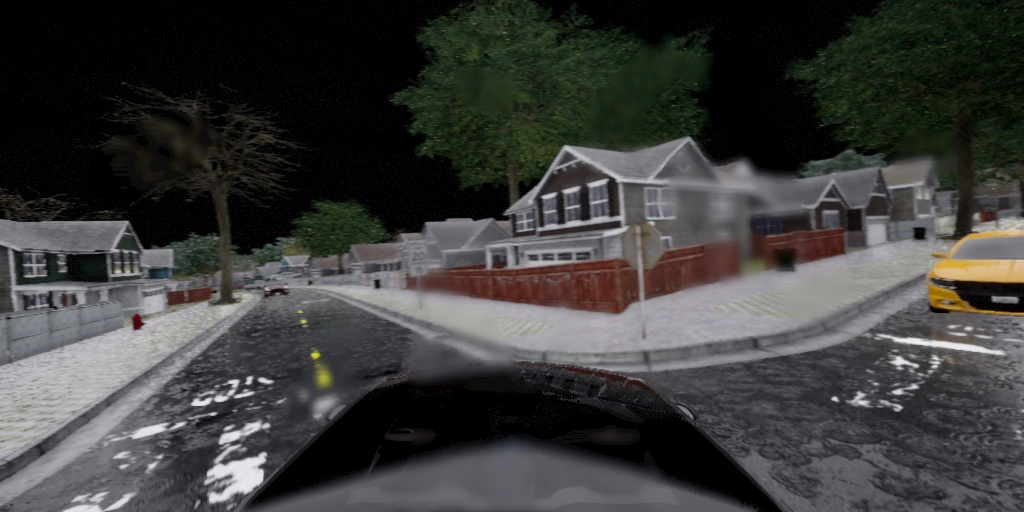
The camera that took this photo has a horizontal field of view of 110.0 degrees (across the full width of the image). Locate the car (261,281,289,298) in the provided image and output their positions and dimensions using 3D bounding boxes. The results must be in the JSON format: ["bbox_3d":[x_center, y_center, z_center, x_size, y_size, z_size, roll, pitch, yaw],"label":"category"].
[{"bbox_3d":[-25.947,3.510,39.419,2.097,1.767,4.553,-5,-1,-35],"label":"car"}]

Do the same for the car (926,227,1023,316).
[{"bbox_3d":[10.045,0.221,7.124,5.008,1.535,1.882,-6,2,-32],"label":"car"}]
